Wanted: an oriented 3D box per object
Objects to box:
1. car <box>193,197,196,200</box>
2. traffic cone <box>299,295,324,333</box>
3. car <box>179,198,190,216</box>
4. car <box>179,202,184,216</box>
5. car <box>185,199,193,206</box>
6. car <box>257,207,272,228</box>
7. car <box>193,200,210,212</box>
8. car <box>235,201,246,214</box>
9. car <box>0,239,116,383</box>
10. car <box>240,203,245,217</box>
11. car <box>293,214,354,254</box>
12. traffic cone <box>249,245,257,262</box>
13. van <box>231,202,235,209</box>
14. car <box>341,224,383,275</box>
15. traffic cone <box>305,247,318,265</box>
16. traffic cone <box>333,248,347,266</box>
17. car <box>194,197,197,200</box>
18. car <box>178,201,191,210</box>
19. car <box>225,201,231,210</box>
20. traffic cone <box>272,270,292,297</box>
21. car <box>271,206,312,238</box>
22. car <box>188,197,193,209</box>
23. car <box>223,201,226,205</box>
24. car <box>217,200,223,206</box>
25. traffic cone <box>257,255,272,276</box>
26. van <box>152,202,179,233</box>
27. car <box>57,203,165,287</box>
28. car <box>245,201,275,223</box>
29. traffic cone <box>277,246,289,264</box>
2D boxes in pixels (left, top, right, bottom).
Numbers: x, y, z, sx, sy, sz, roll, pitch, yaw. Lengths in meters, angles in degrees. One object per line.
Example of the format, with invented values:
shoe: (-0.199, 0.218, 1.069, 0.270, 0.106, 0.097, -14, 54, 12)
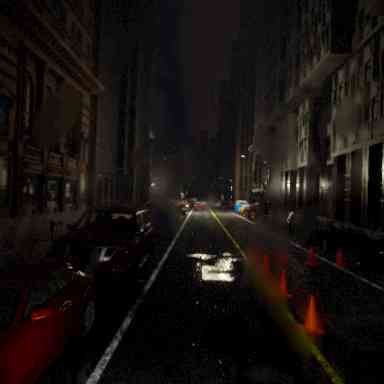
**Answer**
car: (-0.784, 2.390, 71.262, 2.008, 1.369, 4.403, 2, -1, 1)
traffic cone: (2.092, 2.095, 5.814, 0.340, 0.580, 0.340, 2, -1, 1)
car: (-1.598, 1.837, 37.667, 1.967, 1.590, 4.097, 2, -1, 1)
car: (-1.878, 1.775, 26.296, 1.752, 1.417, 4.829, 2, -1, 1)
car: (-0.651, 2.436, 76.692, 1.752, 1.417, 4.829, 2, -1, 1)
car: (6.642, 2.120, 26.268, 1.802, 1.307, 4.206, 2, -1, 1)
car: (1.439, 2.243, 49.266, 1.895, 1.301, 4.718, 2, -1, 1)
car: (7.057, 2.284, 43.239, 1.752, 1.417, 4.829, 2, -1, 1)
car: (-2.422, 1.548, 4.067, 1.802, 1.307, 4.206, 2, -1, 1)
car: (6.915, 2.265, 37.469, 1.802, 1.307, 4.206, 2, -1, 1)
car: (6.370, 1.945, 15.069, 2.008, 1.369, 4.403, 2, -1, 1)
traffic cone: (2.238, 2.171, 11.812, 0.340, 0.580, 0.340, 2, -1, 1)
van: (7.196, 2.171, 48.671, 1.690, 1.788, 3.998, 2, -1, 1)
car: (6.233, 1.889, 9.469, 1.947, 1.339, 4.313, 2, -1, 1)
traffic cone: (4.236, 2.238, 11.763, 0.340, 0.580, 0.340, 2, -1, 1)
traffic cone: (5.236, 2.272, 11.738, 0.340, 0.580, 0.340, 2, -1, 1)
car: (-0.511, 2.533, 82.462, 1.887, 1.381, 4.507, 2, -1, 1)
car: (-1.194, 2.199, 54.463, 1.802, 1.307, 4.206, 2, -1, 1)
car: (7.460, 2.559, 59.869, 1.802, 1.307, 4.206, 2, -1, 1)
traffic cone: (2.141, 2.121, 7.814, 0.340, 0.580, 0.340, 2, -1, 1)
car: (6.511, 1.906, 20.670, 1.967, 1.590, 4.097, 2, -1, 1)
car: (-1.325, 1.984, 48.866, 1.967, 1.590, 4.097, 2, -1, 1)
car: (7.597, 2.633, 65.468, 1.802, 1.307, 4.206, 2, -1, 1)
car: (8.007, 2.819, 82.268, 1.887, 1.381, 4.507, 2, -1, 1)
traffic cone: (2.190, 2.146, 9.813, 0.340, 0.580, 0.340, 2, -1, 1)
van: (-2.004, 1.521, 20.869, 1.690, 1.788, 3.998, 2, -1, 1)
car: (-2.275, 1.352, 9.670, 2.192, 1.841, 5.009, 2, -1, 1)
car: (6.788, 1.926, 31.871, 2.192, 1.841, 5.009, 2, -1, 1)
traffic cone: (3.237, 2.205, 11.788, 0.340, 0.580, 0.340, 2, -1, 1)
